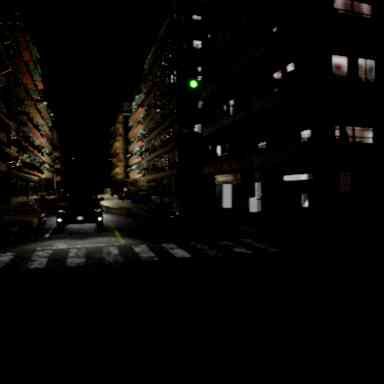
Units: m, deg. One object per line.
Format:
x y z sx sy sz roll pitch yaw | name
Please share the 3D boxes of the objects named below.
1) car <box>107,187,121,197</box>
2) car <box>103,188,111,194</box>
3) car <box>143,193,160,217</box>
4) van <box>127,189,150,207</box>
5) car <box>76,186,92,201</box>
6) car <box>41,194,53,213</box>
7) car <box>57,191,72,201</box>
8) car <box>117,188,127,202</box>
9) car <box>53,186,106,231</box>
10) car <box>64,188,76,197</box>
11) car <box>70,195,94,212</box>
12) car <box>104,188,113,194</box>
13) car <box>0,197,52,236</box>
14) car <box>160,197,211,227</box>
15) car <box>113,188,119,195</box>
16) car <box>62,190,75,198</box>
-14.093 0.010 62.022 2.192 1.841 5.009 0 1 -18 | car
-22.731 -0.296 88.880 2.008 1.369 4.403 0 1 -18 | car
-2.005 1.010 24.432 2.008 1.369 4.403 0 1 -18 | car
-5.457 0.581 35.169 1.690 1.788 3.998 0 1 -18 | van
-16.302 0.184 50.236 2.150 2.045 5.566 -1 1 -18 | car
-11.709 0.893 27.237 1.967 1.590 4.097 0 1 -18 | car
-18.618 0.561 48.722 1.887 1.381 4.507 0 1 -18 | car
-8.965 0.544 46.076 1.752 1.417 4.829 0 1 -18 | car
-6.166 0.840 18.407 2.150 2.045 5.566 -1 1 -18 | car
-23.799 0.130 64.832 1.967 1.590 4.097 0 1 -18 | car
-9.915 0.980 30.093 1.895 1.301 4.718 -1 1 -18 | car
-21.056 -0.217 83.672 1.752 1.417 4.829 0 1 -18 | car
-8.203 1.201 16.336 1.752 1.417 4.829 0 1 -18 | car
-0.278 1.135 19.062 1.947 1.339 4.313 0 1 -18 | car
-10.641 0.494 51.286 1.802 1.307 4.206 0 1 -18 | car
-22.073 0.349 59.463 2.008 1.369 4.403 0 1 -18 | car
